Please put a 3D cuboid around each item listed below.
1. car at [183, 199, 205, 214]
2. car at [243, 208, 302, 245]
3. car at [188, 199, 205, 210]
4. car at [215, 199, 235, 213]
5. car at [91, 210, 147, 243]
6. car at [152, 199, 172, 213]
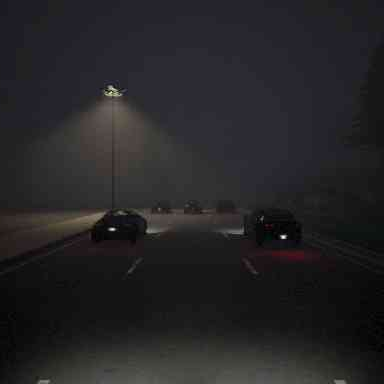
[{"bbox_3d":[0.149,1.526,35.377,1.812,1.442,4.674,0,0,1],"label":"car"},{"bbox_3d":[3.604,1.505,15.519,1.837,1.490,4.892,0,0,0],"label":"car"},{"bbox_3d":[0.649,1.601,44.529,1.895,1.301,4.718,0,0,6],"label":"car"},{"bbox_3d":[3.693,1.478,37.294,1.882,1.535,5.008,0,0,1],"label":"car"},{"bbox_3d":[-3.397,1.564,16.146,1.994,1.385,4.181,0,0,0],"label":"car"},{"bbox_3d":[-3.321,1.504,37.018,1.837,1.490,4.892,0,0,1],"label":"car"}]
